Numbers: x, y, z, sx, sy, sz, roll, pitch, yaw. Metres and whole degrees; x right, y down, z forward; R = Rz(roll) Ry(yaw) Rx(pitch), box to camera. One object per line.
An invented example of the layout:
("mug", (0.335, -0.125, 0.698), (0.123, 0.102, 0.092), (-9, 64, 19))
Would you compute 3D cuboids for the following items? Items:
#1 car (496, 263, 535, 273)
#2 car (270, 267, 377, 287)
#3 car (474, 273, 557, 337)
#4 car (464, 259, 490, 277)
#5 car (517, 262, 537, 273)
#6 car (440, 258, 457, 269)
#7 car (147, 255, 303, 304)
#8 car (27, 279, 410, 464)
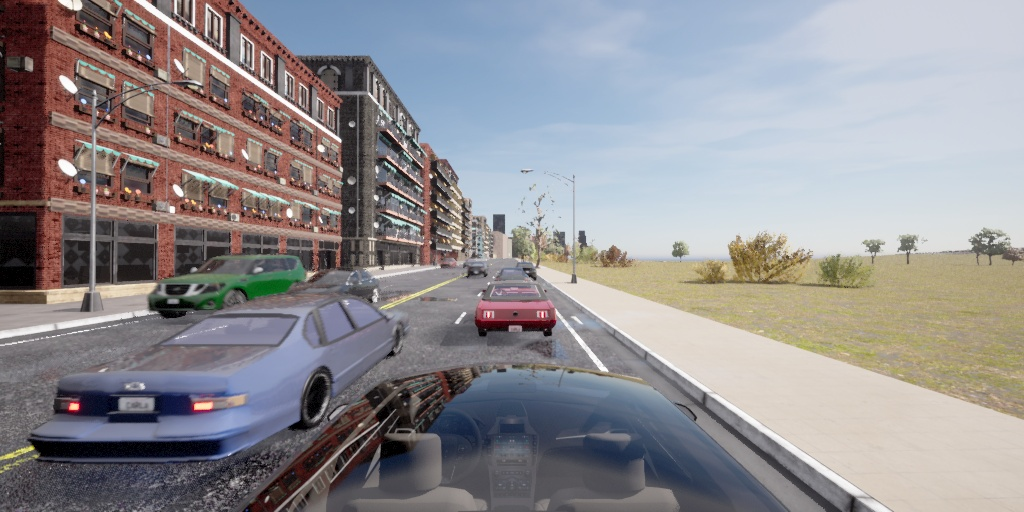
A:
("car", (0.039, 1.317, 20.331), (1.994, 1.385, 4.181), (0, 0, 0))
("car", (-6.635, 1.257, 13.731), (1.837, 1.490, 4.892), (0, 0, 0))
("car", (0.076, 1.352, 10.301), (1.895, 1.301, 4.718), (0, 0, 0))
("car", (-3.245, 1.279, 34.768), (1.812, 1.442, 4.674), (0, 0, 0))
("car", (1.056, 1.259, 30.325), (1.837, 1.490, 4.892), (0, 0, 0))
("car", (-9.992, 1.104, 56.530), (2.097, 1.767, 4.553), (0, 0, 0))
("car", (-9.881, 0.973, 13.210), (2.150, 2.045, 5.566), (0, 0, 0))
("car", (-3.164, 1.298, 5.526), (2.033, 1.411, 5.357), (0, 0, 0))
